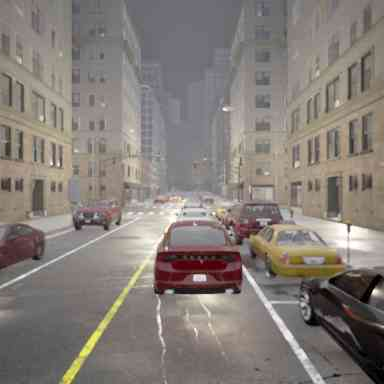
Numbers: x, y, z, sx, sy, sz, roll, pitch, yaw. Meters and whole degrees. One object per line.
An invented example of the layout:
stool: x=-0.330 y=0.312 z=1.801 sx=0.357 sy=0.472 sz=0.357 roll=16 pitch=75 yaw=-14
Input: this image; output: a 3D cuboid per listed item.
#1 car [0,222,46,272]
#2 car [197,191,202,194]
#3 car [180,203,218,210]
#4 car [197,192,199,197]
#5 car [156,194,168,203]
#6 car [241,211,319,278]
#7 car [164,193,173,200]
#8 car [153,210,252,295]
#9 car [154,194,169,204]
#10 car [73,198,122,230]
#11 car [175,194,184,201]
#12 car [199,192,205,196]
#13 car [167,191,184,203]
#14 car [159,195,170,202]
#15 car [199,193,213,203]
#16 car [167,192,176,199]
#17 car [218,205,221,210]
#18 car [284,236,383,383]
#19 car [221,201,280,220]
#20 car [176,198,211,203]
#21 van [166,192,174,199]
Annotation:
car: x=-5.750 y=1.575 z=9.724 sx=1.802 sy=1.307 sz=4.206 roll=0 pitch=0 yaw=0
car: x=2.868 y=1.012 z=91.011 sx=1.967 sy=1.590 sz=4.097 roll=1 pitch=0 yaw=0
car: x=0.116 y=1.508 z=16.722 sx=1.812 sy=1.442 sz=4.674 roll=0 pitch=0 yaw=0
car: x=2.854 y=1.240 z=80.167 sx=1.802 sy=1.307 sz=4.206 roll=1 pitch=0 yaw=0
car: x=-5.688 y=1.216 z=63.912 sx=1.967 sy=1.590 sz=4.097 roll=1 pitch=0 yaw=0
car: x=2.776 y=1.518 z=9.878 sx=1.752 sy=1.417 sz=4.829 roll=0 pitch=0 yaw=0
car: x=-5.669 y=1.098 z=80.181 sx=1.967 sy=1.590 sz=4.097 roll=1 pitch=0 yaw=0
car: x=0.089 y=1.472 z=8.766 sx=1.882 sy=1.535 sz=5.008 roll=0 pitch=0 yaw=-1
car: x=-5.695 y=1.354 z=58.488 sx=1.887 sy=1.381 sz=4.507 roll=0 pitch=0 yaw=0
car: x=-5.737 y=1.289 z=20.830 sx=2.192 sy=1.841 sz=5.009 roll=0 pitch=0 yaw=0
car: x=-2.919 y=1.183 z=77.031 sx=1.837 sy=1.490 sz=4.892 roll=0 pitch=0 yaw=0
car: x=2.843 y=1.263 z=69.488 sx=1.752 sy=1.417 sz=4.829 roll=1 pitch=0 yaw=0
car: x=-2.992 y=1.140 z=61.970 sx=2.097 sy=1.767 sz=4.553 roll=0 pitch=0 yaw=1
car: x=-5.683 y=1.283 z=69.335 sx=1.887 sy=1.381 sz=4.507 roll=1 pitch=0 yaw=0
car: x=2.830 y=1.360 z=58.471 sx=2.008 sy=1.369 sz=4.403 roll=0 pitch=0 yaw=0
car: x=-5.656 y=0.887 z=91.026 sx=2.192 sy=1.841 sz=5.009 roll=1 pitch=0 yaw=0
car: x=2.788 y=1.555 z=20.813 sx=1.802 sy=1.307 sz=4.206 roll=0 pitch=0 yaw=0
car: x=2.769 y=1.565 z=4.157 sx=1.947 sy=1.339 sz=4.313 roll=0 pitch=0 yaw=0
car: x=2.783 y=1.300 z=15.262 sx=2.192 sy=1.841 sz=5.009 roll=0 pitch=0 yaw=0
car: x=0.100 y=1.451 z=25.864 sx=2.128 sy=1.511 sz=4.902 roll=0 pitch=0 yaw=0
van: x=-5.662 y=0.957 z=85.603 sx=1.690 sy=1.788 sz=3.998 roll=1 pitch=0 yaw=0
